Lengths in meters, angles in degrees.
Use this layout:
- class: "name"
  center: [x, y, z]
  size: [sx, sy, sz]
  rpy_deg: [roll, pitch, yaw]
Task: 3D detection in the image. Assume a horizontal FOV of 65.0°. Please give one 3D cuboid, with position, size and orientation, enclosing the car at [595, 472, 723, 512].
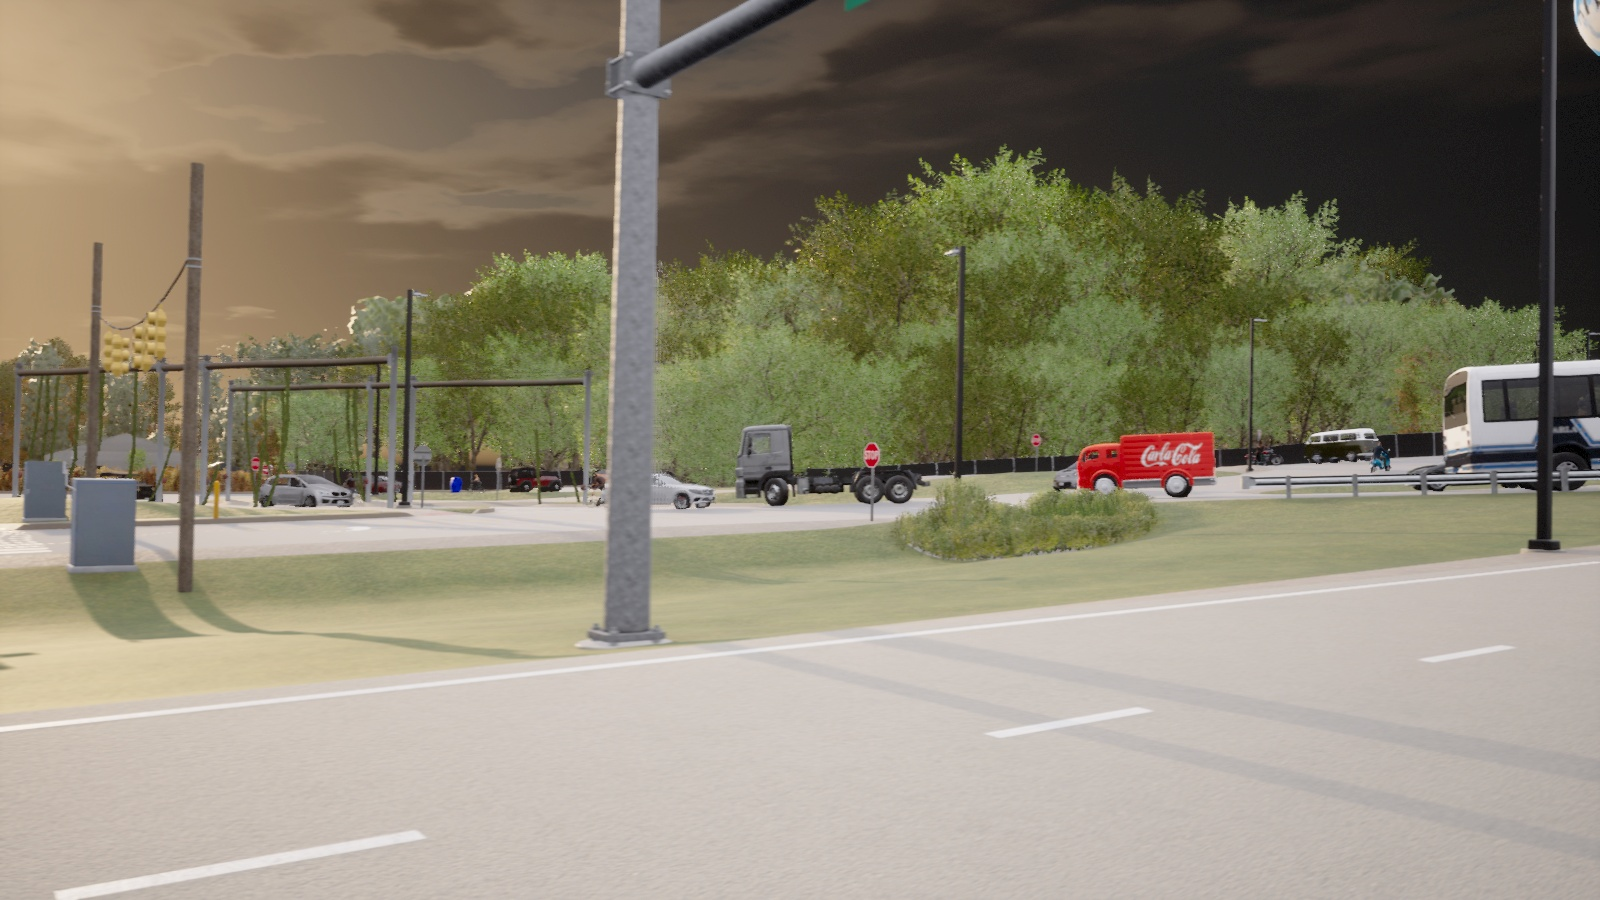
- class: "car"
  center: [-5.524, 1.637, 49.075]
  size: [4.674, 1.442, 1.812]
  rpy_deg: [-2, -2, 23]

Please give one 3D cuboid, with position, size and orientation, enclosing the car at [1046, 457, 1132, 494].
- class: "car"
  center: [13.316, 1.133, 57.802]
  size: [3.633, 1.501, 1.845]
  rpy_deg: [-3, 1, -35]

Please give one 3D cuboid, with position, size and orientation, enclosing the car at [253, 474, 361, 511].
- class: "car"
  center: [-23.166, 1.999, 59.020]
  size: [4.611, 1.667, 2.242]
  rpy_deg: [-1, -2, 28]

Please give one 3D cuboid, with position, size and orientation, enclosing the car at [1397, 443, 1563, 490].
- class: "car"
  center: [24.519, 0.613, 45.476]
  size: [4.792, 1.488, 2.163]
  rpy_deg: [-2, -2, 10]

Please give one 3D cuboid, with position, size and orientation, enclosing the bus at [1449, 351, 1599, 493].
- class: "bus"
  center: [27.518, -0.996, 41.077]
  size: [10.273, 4.253, 3.944]
  rpy_deg: [-3, -4, 13]

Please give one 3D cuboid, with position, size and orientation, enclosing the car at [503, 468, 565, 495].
- class: "car"
  center: [-18.813, 2.213, 88.885]
  size: [3.866, 1.878, 1.905]
  rpy_deg: [0, 0, -39]

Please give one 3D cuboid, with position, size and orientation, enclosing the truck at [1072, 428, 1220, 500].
- class: "truck"
  center: [13.466, 0.590, 48.760]
  size: [5.204, 2.467, 2.627]
  rpy_deg: [-3, -2, 20]

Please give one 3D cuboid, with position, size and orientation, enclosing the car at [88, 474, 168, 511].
- class: "car"
  center: [-34.981, 2.211, 65.385]
  size: [3.866, 1.878, 1.905]
  rpy_deg: [-1, -2, 31]

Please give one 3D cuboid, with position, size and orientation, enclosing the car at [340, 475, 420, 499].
- class: "car"
  center: [-29.338, 2.592, 87.716]
  size: [4.792, 1.488, 2.163]
  rpy_deg: [-2, -1, 4]

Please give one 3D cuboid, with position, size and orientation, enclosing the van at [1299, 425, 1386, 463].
- class: "van"
  center: [33.512, -0.337, 77.704]
  size: [2.069, 2.038, 4.480]
  rpy_deg: [-1, -3, -31]

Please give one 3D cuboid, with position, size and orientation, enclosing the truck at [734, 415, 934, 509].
- class: "truck"
  center: [1.379, 0.545, 52.167]
  size: [7.936, 3.462, 2.891]
  rpy_deg: [-2, -3, 0]

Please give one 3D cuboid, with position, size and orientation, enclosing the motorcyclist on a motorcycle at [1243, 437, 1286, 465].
- class: "motorcyclist on a motorcycle"
  center: [28.871, 0.078, 78.096]
  size: [2.350, 1.649, 0.766]
  rpy_deg: [-3, -2, 42]

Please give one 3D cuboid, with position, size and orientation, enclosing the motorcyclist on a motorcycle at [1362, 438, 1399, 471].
- class: "motorcyclist on a motorcycle"
  center: [30.020, 0.246, 64.901]
  size: [1.817, 1.590, 0.866]
  rpy_deg: [-4, 2, -34]
